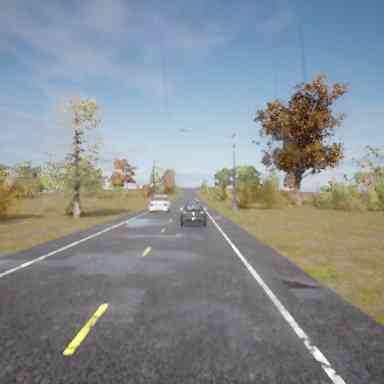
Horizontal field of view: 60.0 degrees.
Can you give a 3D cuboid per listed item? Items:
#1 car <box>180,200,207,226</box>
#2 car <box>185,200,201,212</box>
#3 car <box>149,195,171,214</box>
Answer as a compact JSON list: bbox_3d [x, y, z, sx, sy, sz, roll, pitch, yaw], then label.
[{"bbox_3d":[0.102,1.595,24.595,2.128,1.511,4.902,0,0,0],"label":"car"},{"bbox_3d":[0.101,1.735,41.893,1.994,1.385,4.181,0,0,0],"label":"car"},{"bbox_3d":[-3.592,1.377,38.160,2.150,2.045,5.566,0,0,0],"label":"car"}]
